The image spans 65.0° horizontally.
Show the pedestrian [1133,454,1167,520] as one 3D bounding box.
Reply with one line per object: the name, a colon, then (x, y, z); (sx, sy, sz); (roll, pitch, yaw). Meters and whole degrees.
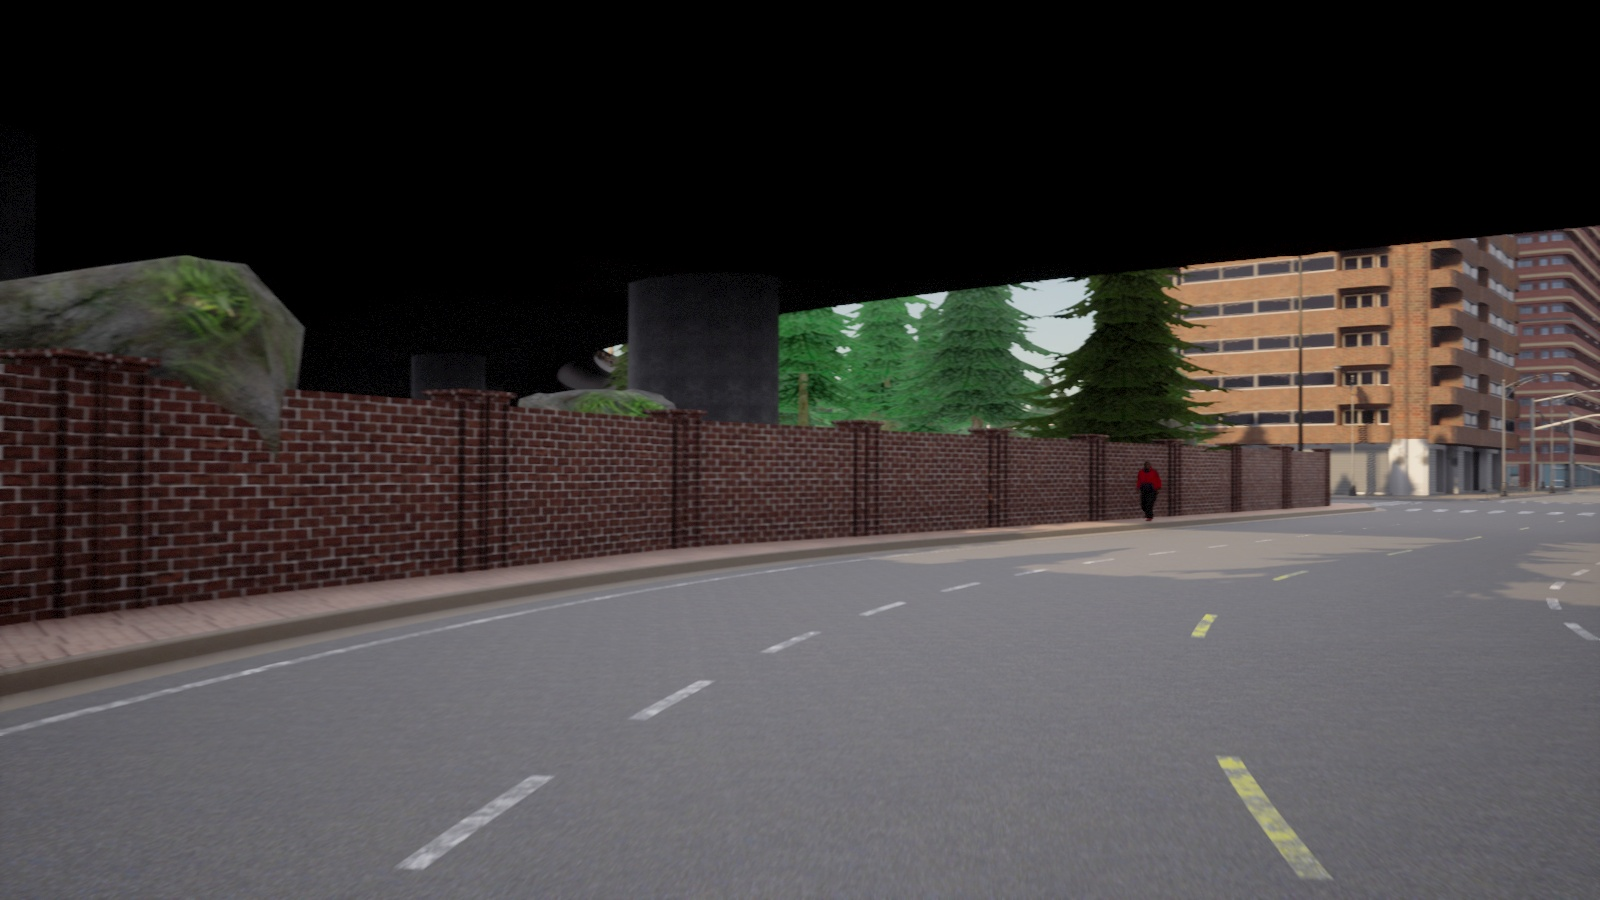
pedestrian: (10.030, 1.049, 35.978); (0.634, 1.844, 0.899); (-1, -1, 37)
